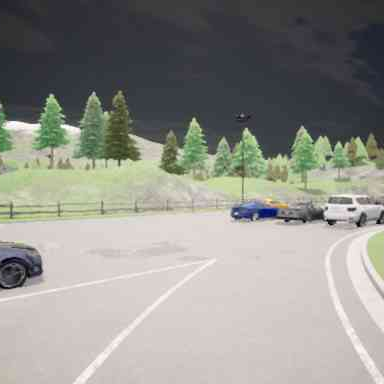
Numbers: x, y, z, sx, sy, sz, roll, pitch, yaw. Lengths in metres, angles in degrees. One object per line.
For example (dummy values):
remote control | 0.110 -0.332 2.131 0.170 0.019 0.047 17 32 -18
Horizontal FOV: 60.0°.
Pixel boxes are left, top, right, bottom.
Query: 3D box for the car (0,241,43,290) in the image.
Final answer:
car | -5.702 1.562 7.549 4.181 1.385 1.994 0 0 -42

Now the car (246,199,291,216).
car | 7.797 1.469 33.507 5.008 1.535 1.882 0 0 -41

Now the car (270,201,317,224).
car | 8.462 1.541 24.751 5.357 1.411 2.033 0 0 -41

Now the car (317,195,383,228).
car | 10.943 1.215 22.272 5.566 2.045 2.150 0 0 -41

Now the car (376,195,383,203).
car | 37.806 1.294 64.858 5.008 1.535 1.882 0 0 -41

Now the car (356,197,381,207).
car | 26.730 1.513 50.255 4.674 1.442 1.812 0 0 -41

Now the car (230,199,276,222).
car | 5.164 1.471 26.506 5.008 1.535 1.882 0 0 -41

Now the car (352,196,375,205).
car | 30.001 1.463 57.954 5.008 1.535 1.882 0 0 -41
